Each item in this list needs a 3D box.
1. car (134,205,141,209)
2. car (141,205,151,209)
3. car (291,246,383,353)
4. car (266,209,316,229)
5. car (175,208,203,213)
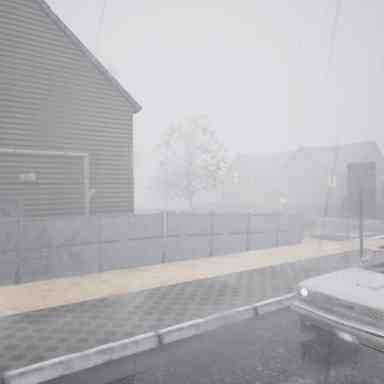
[{"bbox_3d":[-9.645,2.225,45.936,2.150,2.045,5.566,-1,-1,-35],"label":"car"},{"bbox_3d":[-7.887,2.584,48.405,1.895,1.301,4.718,-1,-1,-35],"label":"car"},{"bbox_3d":[3.880,1.600,5.622,4.718,1.301,1.895,0,0,-33],"label":"car"},{"bbox_3d":[6.452,1.907,23.249,1.994,1.385,4.181,-1,-1,-36],"label":"car"},{"bbox_3d":[0.203,2.200,32.038,1.895,1.301,4.718,-1,-1,-35],"label":"car"}]
